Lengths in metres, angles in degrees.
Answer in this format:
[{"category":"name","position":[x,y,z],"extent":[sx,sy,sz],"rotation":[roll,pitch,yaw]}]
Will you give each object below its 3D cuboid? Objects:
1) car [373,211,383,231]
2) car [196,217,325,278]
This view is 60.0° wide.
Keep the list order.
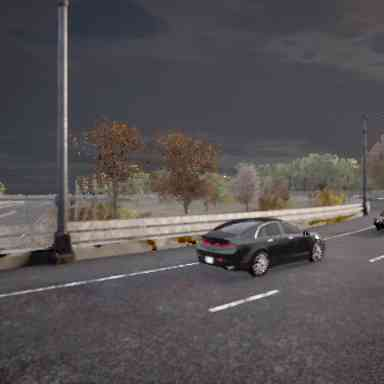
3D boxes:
[{"category":"car","position":[12.736,1.697,20.354],"extent":[1.895,1.301,4.718],"rotation":[0,0,43]},{"category":"car","position":[2.318,1.554,10.437],"extent":[4.892,1.490,1.837],"rotation":[0,0,-40]}]
